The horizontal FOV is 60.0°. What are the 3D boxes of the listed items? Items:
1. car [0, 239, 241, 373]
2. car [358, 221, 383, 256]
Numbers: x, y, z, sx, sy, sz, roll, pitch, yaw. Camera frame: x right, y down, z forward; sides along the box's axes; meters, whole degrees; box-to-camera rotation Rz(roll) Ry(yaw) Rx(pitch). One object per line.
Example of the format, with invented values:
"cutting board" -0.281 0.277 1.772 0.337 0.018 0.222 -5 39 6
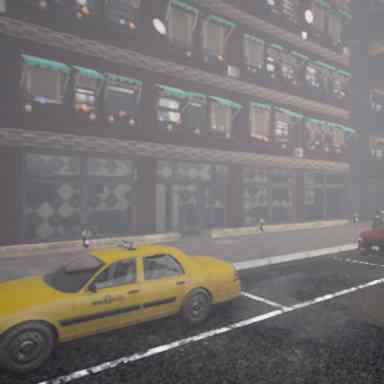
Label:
"car" -1.336 1.533 5.605 4.829 1.417 1.752 0 0 -36
"car" 7.820 1.595 12.140 4.507 1.381 1.887 0 0 -36
